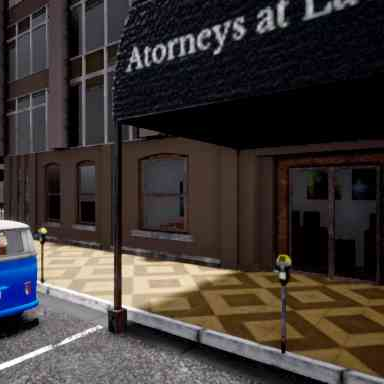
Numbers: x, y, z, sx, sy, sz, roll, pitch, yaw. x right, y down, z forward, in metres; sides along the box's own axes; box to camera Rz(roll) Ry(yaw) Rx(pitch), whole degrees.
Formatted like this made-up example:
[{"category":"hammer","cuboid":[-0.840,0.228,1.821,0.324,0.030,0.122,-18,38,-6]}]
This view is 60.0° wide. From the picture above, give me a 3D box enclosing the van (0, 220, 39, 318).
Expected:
[{"category":"van","cuboid":[-4.509,1.341,6.080,3.998,1.788,1.690,0,0,35]}]
